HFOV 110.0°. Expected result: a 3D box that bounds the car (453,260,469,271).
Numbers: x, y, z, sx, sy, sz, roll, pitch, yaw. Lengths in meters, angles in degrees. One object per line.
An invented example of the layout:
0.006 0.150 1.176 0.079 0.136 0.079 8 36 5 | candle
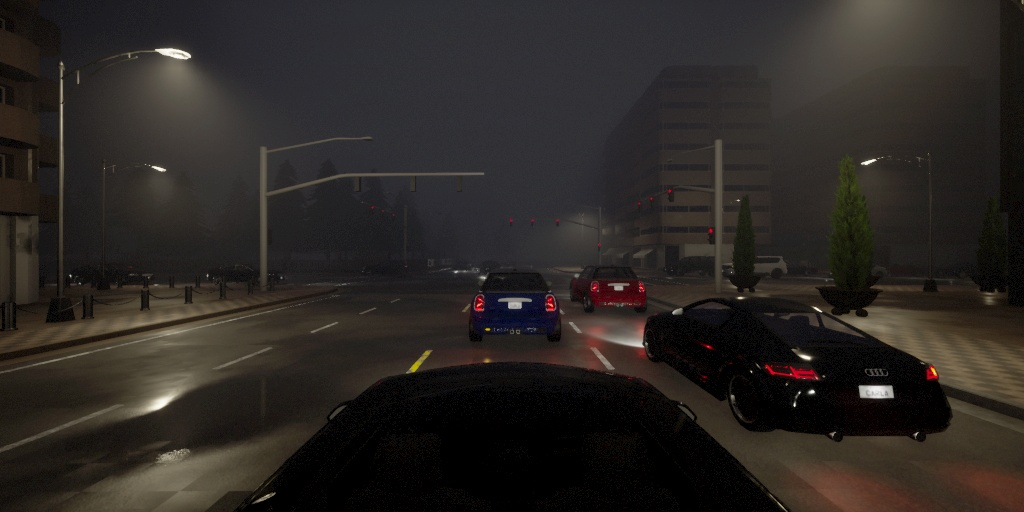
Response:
-6.844 1.298 49.912 2.033 1.411 5.357 0 0 2 | car

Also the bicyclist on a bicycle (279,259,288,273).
-25.615 1.106 40.178 0.582 1.620 1.656 0 0 0 | bicyclist on a bicycle

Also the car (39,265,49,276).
-45.701 1.283 32.816 5.008 1.535 1.882 -1 0 0 | car

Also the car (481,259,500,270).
-3.146 1.242 53.446 2.128 1.511 4.902 0 0 4 | car

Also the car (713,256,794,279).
22.165 1.027 33.085 5.566 2.045 2.150 0 0 0 | car

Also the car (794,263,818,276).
28.178 1.406 36.607 4.718 1.301 1.895 0 0 0 | car

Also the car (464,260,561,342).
0.082 1.102 9.970 2.097 1.767 4.553 0 0 0 | car

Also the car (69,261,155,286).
-28.532 1.297 25.684 4.902 1.511 2.128 0 0 0 | car

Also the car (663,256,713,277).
18.418 1.027 36.569 5.566 2.045 2.150 0 0 0 | car

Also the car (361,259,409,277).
-13.010 1.158 36.781 4.553 1.767 2.097 0 -1 -20 | car

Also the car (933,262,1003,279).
42.127 1.283 33.143 5.008 1.535 1.882 0 0 0 | car

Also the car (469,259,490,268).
-5.583 1.241 61.949 2.128 1.511 4.902 0 0 14 | car

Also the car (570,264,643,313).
3.604 1.102 14.198 2.097 1.767 4.553 0 0 0 | car

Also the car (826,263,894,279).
31.802 1.331 33.118 4.674 1.442 1.812 0 0 0 | car

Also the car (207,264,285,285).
-18.998 1.297 25.721 4.902 1.511 2.128 0 0 0 | car

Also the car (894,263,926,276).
38.993 1.406 36.640 4.718 1.301 1.895 0 0 0 | car

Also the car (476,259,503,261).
-2.477 1.247 39.210 1.882 1.535 5.008 -1 0 -14 | car

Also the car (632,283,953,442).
3.606 1.314 5.557 1.994 1.385 4.181 0 0 0 | car
